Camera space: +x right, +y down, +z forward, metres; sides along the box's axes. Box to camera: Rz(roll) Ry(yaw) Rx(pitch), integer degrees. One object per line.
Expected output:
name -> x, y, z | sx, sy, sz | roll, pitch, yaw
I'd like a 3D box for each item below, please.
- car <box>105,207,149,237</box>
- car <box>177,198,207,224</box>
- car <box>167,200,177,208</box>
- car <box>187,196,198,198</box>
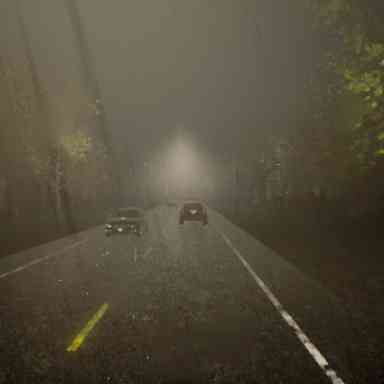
car -> -3.592, 1.672, 19.060 | 1.837, 1.490, 4.892 | 0, 0, 0
car -> 0.111, 1.592, 27.300 | 2.097, 1.767, 4.553 | 0, -1, 0
car -> -3.493, 2.124, 59.760 | 1.895, 1.301, 4.718 | 0, 0, 0
car -> 0.120, 1.676, 51.709 | 2.150, 2.045, 5.566 | 0, 0, 0
